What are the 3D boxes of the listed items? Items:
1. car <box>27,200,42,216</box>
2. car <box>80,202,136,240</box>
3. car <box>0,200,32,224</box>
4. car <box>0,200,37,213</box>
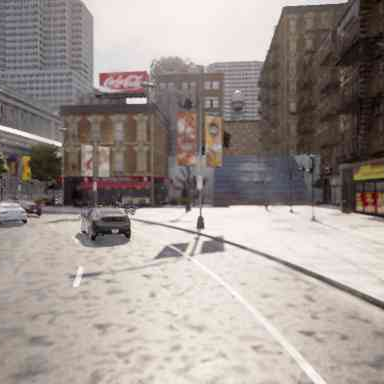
[{"bbox_3d":[-15.771,1.516,31.184,4.674,1.442,1.812,0,0,41],"label":"car"},{"bbox_3d":[-4.464,1.493,17.014,1.837,1.490,4.892,1,0,-25],"label":"car"},{"bbox_3d":[-13.307,1.520,23.957,1.812,1.442,4.674,0,0,-40],"label":"car"},{"bbox_3d":[-20.045,1.585,38.346,4.718,1.301,1.895,0,0,35],"label":"car"}]
